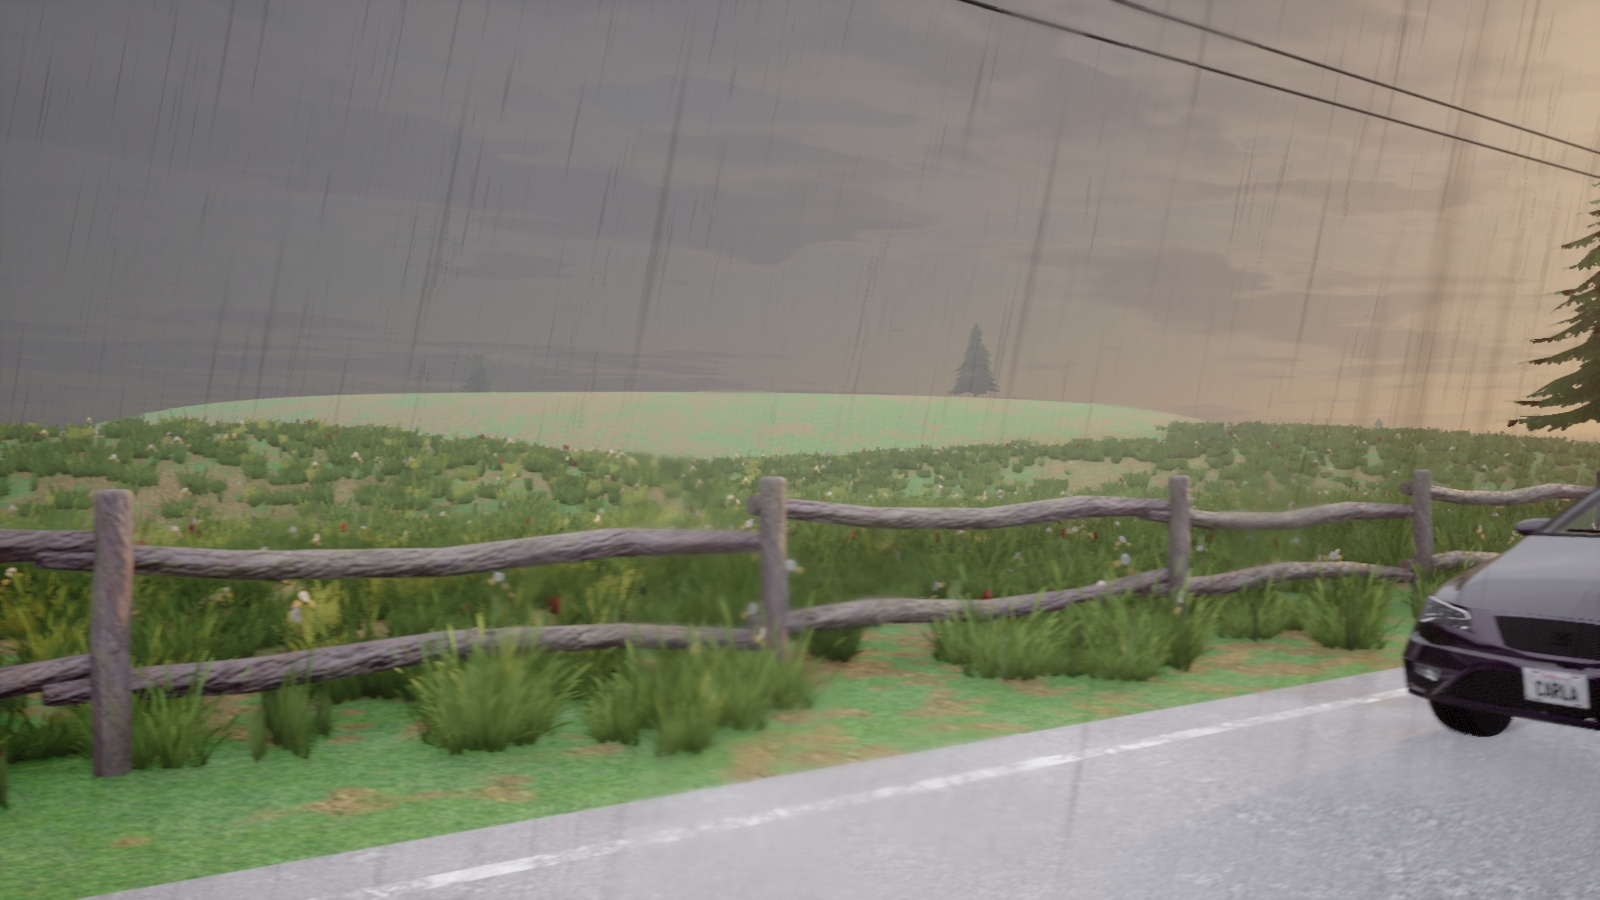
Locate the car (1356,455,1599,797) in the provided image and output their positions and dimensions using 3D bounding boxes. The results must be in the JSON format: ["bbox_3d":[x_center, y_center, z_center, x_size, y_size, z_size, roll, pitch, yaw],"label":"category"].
[{"bbox_3d":[5.056,0.764,6.812,4.193,1.474,1.816,0,0,-35],"label":"car"}]
